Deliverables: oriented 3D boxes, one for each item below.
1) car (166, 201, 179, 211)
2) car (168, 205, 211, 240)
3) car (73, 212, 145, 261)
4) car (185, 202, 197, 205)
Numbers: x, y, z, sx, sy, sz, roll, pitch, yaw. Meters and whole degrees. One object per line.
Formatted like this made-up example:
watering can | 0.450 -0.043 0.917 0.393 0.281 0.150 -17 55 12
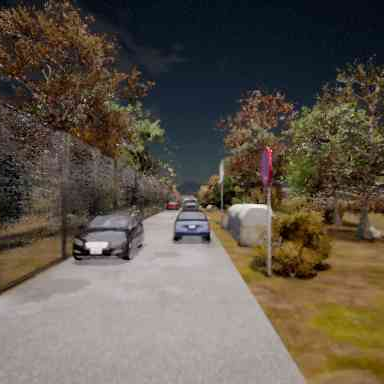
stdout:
car | -3.046 2.240 53.028 1.882 1.535 5.008 0 -2 0
car | -0.006 1.644 17.597 2.033 1.411 5.357 0 -1 0
car | -2.921 1.546 12.525 2.128 1.511 4.902 0 0 0
car | -0.103 1.921 38.697 1.837 1.490 4.892 0 -1 0
